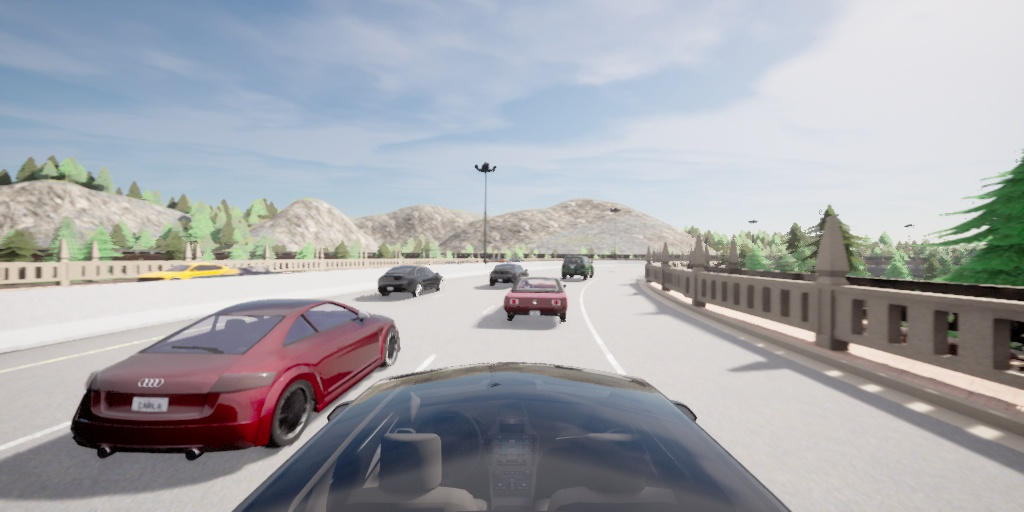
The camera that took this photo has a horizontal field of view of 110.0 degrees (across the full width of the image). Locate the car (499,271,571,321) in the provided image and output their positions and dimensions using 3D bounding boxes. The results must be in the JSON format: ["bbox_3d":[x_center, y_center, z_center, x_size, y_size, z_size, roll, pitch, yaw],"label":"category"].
[{"bbox_3d":[0.958,1.363,12.523,1.895,1.301,4.718,0,0,8],"label":"car"}]

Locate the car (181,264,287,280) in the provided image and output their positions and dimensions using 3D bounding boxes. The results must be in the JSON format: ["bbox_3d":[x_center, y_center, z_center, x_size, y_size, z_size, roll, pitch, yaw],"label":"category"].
[{"bbox_3d":[-15.582,1.287,20.641,1.895,1.301,4.718,0,0,12],"label":"car"}]

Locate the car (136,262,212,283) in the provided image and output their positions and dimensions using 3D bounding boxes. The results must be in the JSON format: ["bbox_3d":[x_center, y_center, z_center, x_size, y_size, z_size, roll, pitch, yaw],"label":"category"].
[{"bbox_3d":[-18.985,1.148,21.320,1.882,1.535,5.008,0,0,12],"label":"car"}]

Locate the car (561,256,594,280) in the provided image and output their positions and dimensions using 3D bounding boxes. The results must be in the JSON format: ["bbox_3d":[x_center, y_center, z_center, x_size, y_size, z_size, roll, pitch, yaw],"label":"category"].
[{"bbox_3d":[5.873,1.021,31.765,2.150,2.045,5.566,0,0,21],"label":"car"}]

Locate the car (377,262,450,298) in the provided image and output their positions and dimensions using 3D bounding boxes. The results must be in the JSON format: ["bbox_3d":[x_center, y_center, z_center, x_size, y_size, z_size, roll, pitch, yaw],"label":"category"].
[{"bbox_3d":[-5.075,1.241,18.605,1.837,1.490,4.892,0,0,10],"label":"car"}]

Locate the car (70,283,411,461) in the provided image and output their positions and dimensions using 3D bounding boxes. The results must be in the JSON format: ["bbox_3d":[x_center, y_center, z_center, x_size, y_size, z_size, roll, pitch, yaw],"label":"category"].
[{"bbox_3d":[-3.178,1.301,5.224,1.994,1.385,4.181,0,0,2],"label":"car"}]

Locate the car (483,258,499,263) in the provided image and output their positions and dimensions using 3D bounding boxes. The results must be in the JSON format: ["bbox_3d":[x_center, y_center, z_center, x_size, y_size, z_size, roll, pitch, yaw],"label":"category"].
[{"bbox_3d":[-3.003,1.048,60.519,2.097,1.767,4.553,0,0,34],"label":"car"}]

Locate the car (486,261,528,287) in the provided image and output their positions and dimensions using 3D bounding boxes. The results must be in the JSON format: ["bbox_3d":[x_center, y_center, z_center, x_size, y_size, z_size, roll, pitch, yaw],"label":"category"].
[{"bbox_3d":[-0.113,1.270,24.552,1.837,1.490,4.892,0,0,15],"label":"car"}]

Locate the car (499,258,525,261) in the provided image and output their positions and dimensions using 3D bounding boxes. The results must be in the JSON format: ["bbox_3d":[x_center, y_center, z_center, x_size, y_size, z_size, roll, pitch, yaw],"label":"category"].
[{"bbox_3d":[0.410,1.008,59.324,1.837,1.490,4.892,0,0,34],"label":"car"}]

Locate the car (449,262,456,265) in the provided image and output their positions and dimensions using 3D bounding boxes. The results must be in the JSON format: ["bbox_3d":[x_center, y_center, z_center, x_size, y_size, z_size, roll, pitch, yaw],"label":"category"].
[{"bbox_3d":[-6.754,1.306,38.287,1.994,1.385,4.181,0,0,22],"label":"car"}]
